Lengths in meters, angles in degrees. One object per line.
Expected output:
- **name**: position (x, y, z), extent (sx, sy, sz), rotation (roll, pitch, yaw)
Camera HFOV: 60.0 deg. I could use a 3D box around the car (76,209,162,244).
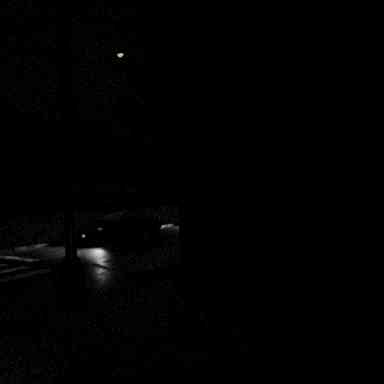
- **car**: position (-3.390, 1.576, 16.258), extent (1.812, 1.442, 4.674), rotation (-4, -1, 34)
